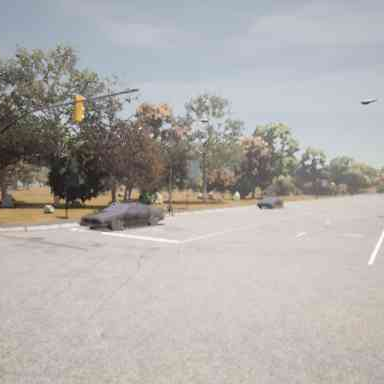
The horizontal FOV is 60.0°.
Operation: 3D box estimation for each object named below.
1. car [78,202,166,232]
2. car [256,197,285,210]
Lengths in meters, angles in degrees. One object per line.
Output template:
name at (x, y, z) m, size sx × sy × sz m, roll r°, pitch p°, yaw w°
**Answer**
car at (-3.669, 1.299, 18.691) m, size 2.033 × 1.411 × 5.357 m, roll 1°, pitch 1°, yaw 32°
car at (9.428, 1.252, 39.439) m, size 2.033 × 1.411 × 5.357 m, roll 1°, pitch 1°, yaw 32°
